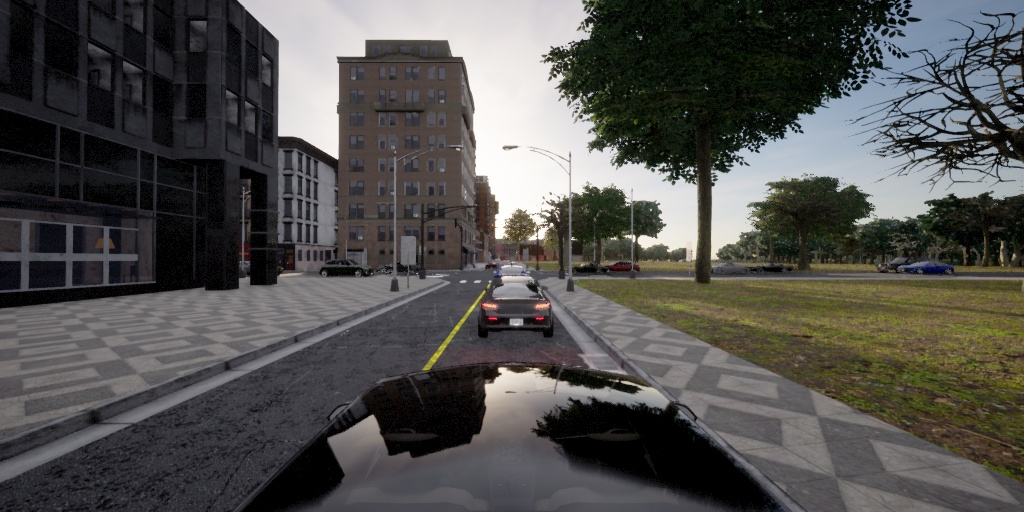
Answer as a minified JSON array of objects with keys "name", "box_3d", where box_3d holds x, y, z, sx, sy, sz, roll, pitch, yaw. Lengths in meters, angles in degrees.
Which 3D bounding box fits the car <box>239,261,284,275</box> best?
[{"name":"car","box_3d":[-24.382,1.217,33.247,4.902,1.511,2.128,0,-1,0]}]

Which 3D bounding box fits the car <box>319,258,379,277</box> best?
[{"name":"car","box_3d":[-15.245,1.074,33.292,4.553,1.767,2.097,0,-1,0]}]

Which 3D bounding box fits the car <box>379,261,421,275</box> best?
[{"name":"car","box_3d":[-12.616,1.301,40.003,4.892,1.490,1.837,0,-1,0]}]

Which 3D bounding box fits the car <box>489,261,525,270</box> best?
[{"name":"car","box_3d":[-0.014,1.241,19.532,1.882,1.535,5.008,0,0,0]}]

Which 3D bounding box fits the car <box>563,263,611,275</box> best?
[{"name":"car","box_3d":[8.136,1.412,39.935,4.718,1.301,1.895,0,-1,-4]}]

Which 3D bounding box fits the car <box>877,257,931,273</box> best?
[{"name":"car","box_3d":[47.772,1.122,43.452,5.566,2.045,2.150,0,-1,0]}]

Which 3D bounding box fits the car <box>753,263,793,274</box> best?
[{"name":"car","box_3d":[31.057,1.475,43.460,4.718,1.301,1.895,0,-1,0]}]

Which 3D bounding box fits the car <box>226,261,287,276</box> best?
[{"name":"car","box_3d":[-25.881,1.267,36.489,4.892,1.490,1.837,0,-1,0]}]

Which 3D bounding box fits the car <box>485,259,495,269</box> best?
[{"name":"car","box_3d":[-3.083,1.429,56.216,1.895,1.301,4.718,0,0,1]}]

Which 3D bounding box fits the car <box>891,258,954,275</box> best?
[{"name":"car","box_3d":[46.348,1.344,40.207,5.008,1.535,1.882,0,-1,0]}]

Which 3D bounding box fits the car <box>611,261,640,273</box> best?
[{"name":"car","box_3d":[12.869,1.331,43.385,5.008,1.535,1.882,0,-1,0]}]

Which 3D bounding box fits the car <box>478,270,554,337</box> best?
[{"name":"car","box_3d":[0.076,1.280,10.143,1.812,1.442,4.674,0,0,-1]}]

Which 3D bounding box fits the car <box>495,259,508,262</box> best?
[{"name":"car","box_3d":[-0.841,1.367,53.361,2.033,1.411,5.357,0,0,5]}]

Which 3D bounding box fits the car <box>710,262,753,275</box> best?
[{"name":"car","box_3d":[23.965,1.392,40.181,4.181,1.385,1.994,0,-1,0]}]
